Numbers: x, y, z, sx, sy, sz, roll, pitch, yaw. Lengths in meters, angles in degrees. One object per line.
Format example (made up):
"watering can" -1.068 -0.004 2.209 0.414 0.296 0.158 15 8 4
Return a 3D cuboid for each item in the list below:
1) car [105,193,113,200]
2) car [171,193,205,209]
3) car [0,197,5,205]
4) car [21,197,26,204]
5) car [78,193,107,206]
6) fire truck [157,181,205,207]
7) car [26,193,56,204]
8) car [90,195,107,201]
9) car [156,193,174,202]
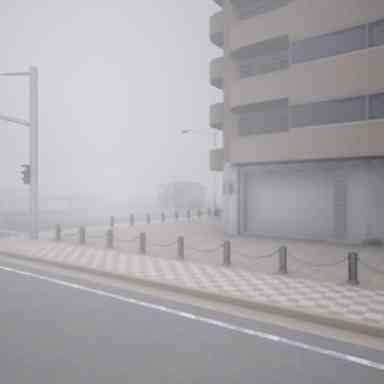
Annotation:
"car" -21.984 1.193 85.112 1.905 1.878 3.866 0 0 35
"car" -0.377 1.396 46.317 2.097 1.767 4.553 0 0 35
"car" -31.675 1.441 52.116 1.970 1.475 3.806 0 0 35
"car" -34.415 1.405 72.524 1.784 1.438 3.905 0 0 35
"car" -18.243 1.438 61.111 1.970 1.475 3.806 0 0 35
"fire truck" -1.397 0.377 50.821 2.891 3.827 8.468 0 0 35
"car" -32.088 1.194 70.798 1.932 1.855 4.605 0 0 35
"car" -24.341 1.432 86.793 1.970 1.475 3.806 0 0 35
"car" -5.944 1.195 73.806 1.905 1.878 3.866 0 0 35
